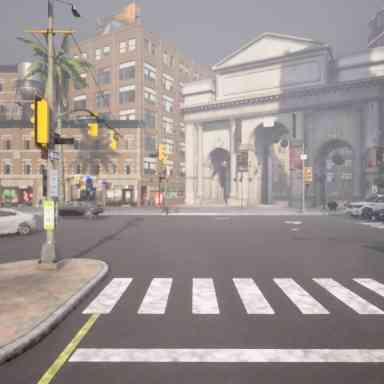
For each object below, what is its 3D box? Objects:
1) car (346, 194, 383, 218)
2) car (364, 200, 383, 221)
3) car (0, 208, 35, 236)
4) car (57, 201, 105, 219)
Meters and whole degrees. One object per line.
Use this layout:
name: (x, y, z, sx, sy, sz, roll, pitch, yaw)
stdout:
car: (16.114, 1.222, 28.192, 5.566, 2.045, 2.150, 0, 0, 0)
car: (16.147, 1.547, 24.695, 5.357, 1.411, 2.033, 0, 0, 0)
car: (-9.955, 1.525, 16.204, 1.812, 1.442, 4.674, -1, 0, 26)
car: (-9.952, 1.491, 28.408, 4.902, 1.511, 2.128, 0, 0, 0)
